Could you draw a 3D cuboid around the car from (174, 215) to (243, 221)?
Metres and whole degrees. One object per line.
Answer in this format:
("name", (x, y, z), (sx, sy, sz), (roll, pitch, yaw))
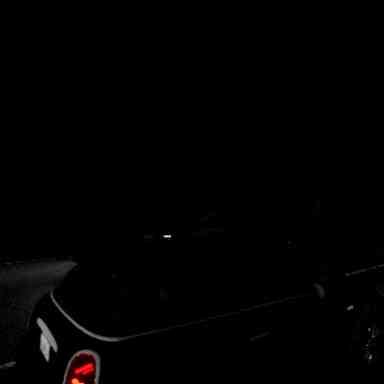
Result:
("car", (0.684, 1.526, 8.778), (4.674, 1.442, 1.812), (0, 0, -35))

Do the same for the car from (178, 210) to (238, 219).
("car", (0.461, 1.491, 12.917), (4.902, 1.511, 2.128), (0, 0, -35))

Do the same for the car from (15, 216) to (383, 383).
("car", (0.469, 1.351, 4.085), (4.553, 1.767, 2.097), (0, 0, -35))
